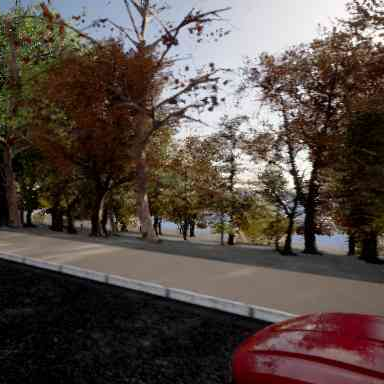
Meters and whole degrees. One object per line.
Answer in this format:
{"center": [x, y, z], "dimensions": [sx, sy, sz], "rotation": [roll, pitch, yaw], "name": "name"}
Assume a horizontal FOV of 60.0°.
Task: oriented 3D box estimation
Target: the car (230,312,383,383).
{"center": [2.569, 1.477, 1.852], "dimensions": [5.008, 1.535, 1.882], "rotation": [0, 0, 36], "name": "car"}
